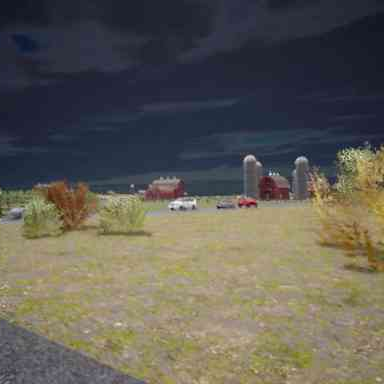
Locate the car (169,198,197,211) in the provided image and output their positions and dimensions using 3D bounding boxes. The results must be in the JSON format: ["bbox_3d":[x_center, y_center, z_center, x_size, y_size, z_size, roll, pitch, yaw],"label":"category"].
[{"bbox_3d":[-1.409,1.956,54.018,2.150,2.045,5.566,-2,-2,37],"label":"car"}]

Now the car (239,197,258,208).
[{"bbox_3d":[10.805,2.048,64.834,2.150,2.045,5.566,-2,-2,36],"label":"car"}]

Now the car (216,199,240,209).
[{"bbox_3d":[6.020,2.299,58.125,1.994,1.385,4.181,-2,-2,36],"label":"car"}]

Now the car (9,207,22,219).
[{"bbox_3d":[-16.025,1.813,33.804,2.097,1.767,4.553,-2,-2,36],"label":"car"}]

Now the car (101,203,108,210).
[{"bbox_3d":[-9.789,1.799,42.440,2.150,2.045,5.566,-2,-2,36],"label":"car"}]
